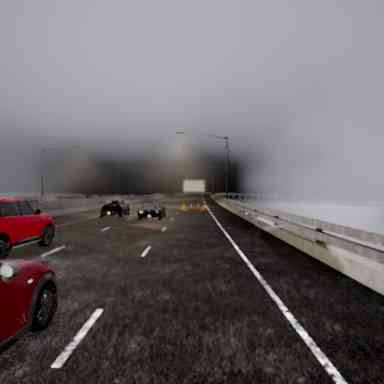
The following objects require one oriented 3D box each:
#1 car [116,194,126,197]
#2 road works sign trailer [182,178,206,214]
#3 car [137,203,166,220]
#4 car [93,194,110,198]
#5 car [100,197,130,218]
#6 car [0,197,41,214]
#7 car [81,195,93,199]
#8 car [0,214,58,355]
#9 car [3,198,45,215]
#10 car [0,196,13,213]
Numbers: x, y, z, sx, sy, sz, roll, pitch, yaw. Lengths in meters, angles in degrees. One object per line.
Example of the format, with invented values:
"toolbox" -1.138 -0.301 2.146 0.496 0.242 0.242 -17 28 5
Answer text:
"car" -16.429 1.161 77.085 1.837 1.490 4.892 0 0 2
"road works sign trailer" 0.209 0.402 34.263 2.380 3.560 2.880 0 0 1
"car" -3.257 1.551 27.708 1.895 1.301 4.718 0 0 1
"car" -19.988 1.206 75.007 2.097 1.767 4.553 0 0 2
"car" -6.737 1.452 29.471 1.837 1.490 4.892 0 0 1
"car" -6.871 1.201 11.690 2.150 2.045 5.566 0 0 0
"car" -23.488 1.352 75.074 1.837 1.490 4.892 0 0 2
"car" -3.391 1.345 3.986 2.097 1.767 4.553 0 0 0
"car" -17.370 1.443 34.611 1.837 1.490 4.892 0 0 1
"car" -20.869 1.291 34.477 2.097 1.767 4.553 0 0 1
